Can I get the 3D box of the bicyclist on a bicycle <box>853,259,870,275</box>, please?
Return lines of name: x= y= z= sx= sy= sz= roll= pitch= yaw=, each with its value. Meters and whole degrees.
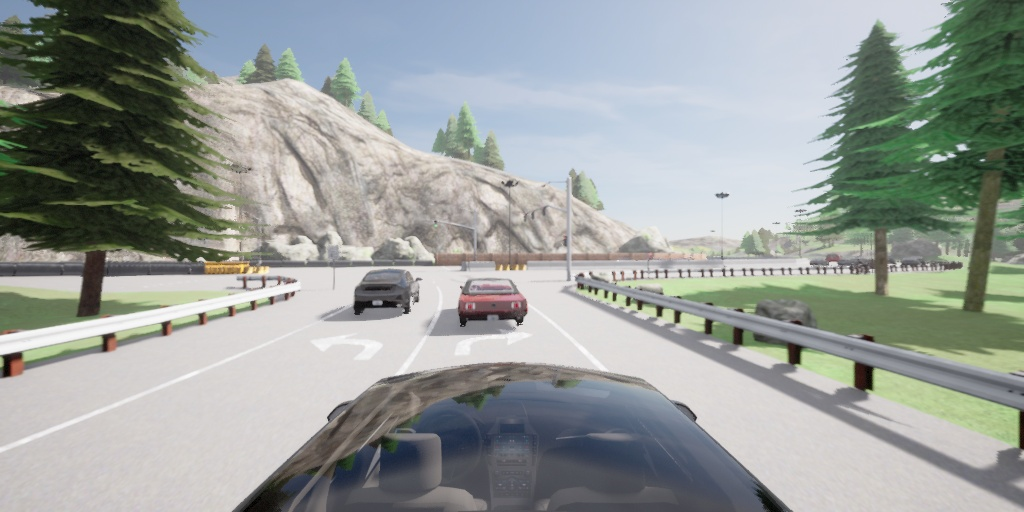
bicyclist on a bicycle: x=35.557 y=1.099 z=36.629 sx=0.582 sy=1.620 sz=1.656 roll=0 pitch=4 yaw=-17

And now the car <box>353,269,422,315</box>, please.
car: x=-4.632 y=1.243 z=13.716 sx=1.837 sy=1.490 sz=4.892 roll=0 pitch=0 yaw=-9

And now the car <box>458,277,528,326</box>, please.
car: x=-0.750 y=1.336 z=11.598 sx=1.895 sy=1.301 sz=4.718 roll=0 pitch=0 yaw=-7
